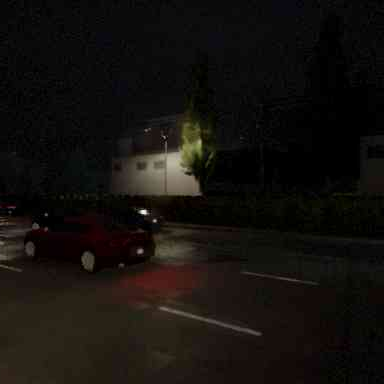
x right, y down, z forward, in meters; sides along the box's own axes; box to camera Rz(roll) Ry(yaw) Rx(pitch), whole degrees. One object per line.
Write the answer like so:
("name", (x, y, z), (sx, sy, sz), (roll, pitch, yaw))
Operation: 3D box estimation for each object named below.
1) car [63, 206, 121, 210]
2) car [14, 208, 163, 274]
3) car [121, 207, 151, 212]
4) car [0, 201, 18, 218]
("car", (-6.209, 1.480, 16.996), (5.008, 1.535, 1.882), (0, 0, 36))
("car", (-3.437, 1.479, 10.683), (5.008, 1.535, 1.882), (0, 0, 36))
("car", (-3.685, 1.567, 19.493), (4.181, 1.385, 1.994), (0, 0, 36))
("car", (-17.103, 1.497, 29.065), (4.902, 1.511, 2.128), (0, 0, 36))
